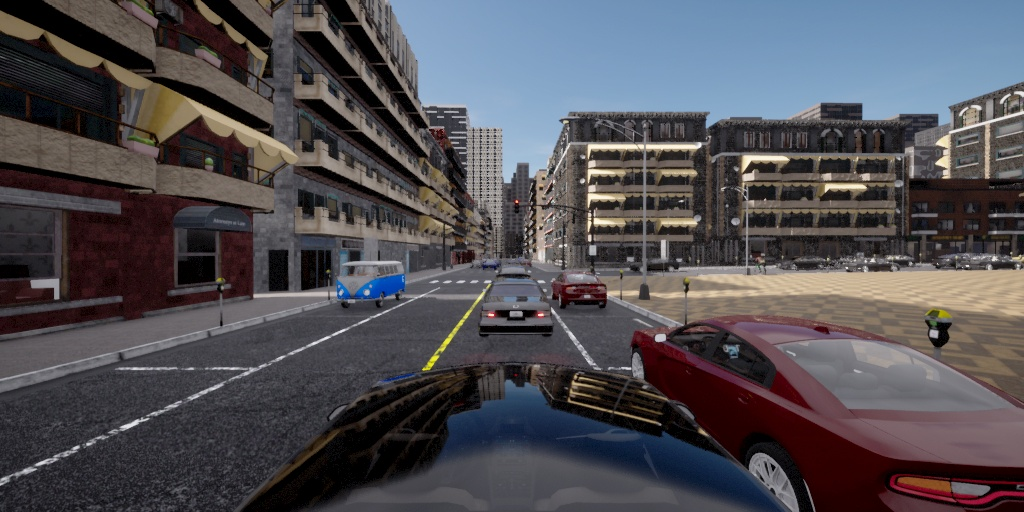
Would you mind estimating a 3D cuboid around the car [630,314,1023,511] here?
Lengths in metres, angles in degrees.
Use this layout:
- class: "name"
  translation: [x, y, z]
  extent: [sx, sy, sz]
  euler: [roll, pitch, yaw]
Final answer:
- class: "car"
  translation: [2.685, 1.295, 3.836]
  extent: [1.888, 1.381, 4.507]
  euler: [0, 0, 0]

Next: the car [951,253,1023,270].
- class: "car"
  translation: [43.548, 0.631, 32.581]
  extent: [4.403, 1.370, 2.007]
  euler: [0, 0, -1]

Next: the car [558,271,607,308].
- class: "car"
  translation: [2.661, 1.295, 14.888]
  extent: [1.888, 1.381, 4.507]
  euler: [0, 0, 0]

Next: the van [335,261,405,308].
- class: "van"
  translation: [-5.720, 1.091, 14.871]
  extent: [1.690, 1.789, 3.998]
  euler: [0, 0, 0]

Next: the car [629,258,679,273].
- class: "car"
  translation: [14.984, 0.959, 37.904]
  extent: [5.008, 1.535, 1.882]
  euler: [-1, 0, -1]

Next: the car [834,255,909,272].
- class: "car"
  translation: [32.412, 0.805, 32.400]
  extent: [4.403, 1.370, 2.007]
  euler: [0, 0, -1]

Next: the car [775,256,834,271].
- class: "car"
  translation: [30.701, 0.738, 38.154]
  extent: [4.892, 1.490, 1.837]
  euler: [-1, 0, -1]

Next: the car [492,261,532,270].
- class: "car"
  translation: [0.061, 1.229, 20.090]
  extent: [1.882, 1.535, 5.008]
  euler: [0, 0, 0]

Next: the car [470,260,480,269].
- class: "car"
  translation: [-5.813, 1.321, 58.346]
  extent: [2.007, 1.370, 4.403]
  euler: [0, 0, 0]

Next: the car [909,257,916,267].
- class: "car"
  translation: [43.412, 0.564, 40.961]
  extent: [4.403, 1.370, 2.007]
  euler: [0, 0, -1]

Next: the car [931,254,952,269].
- class: "car"
  translation: [44.309, 0.538, 35.231]
  extent: [4.902, 1.511, 2.128]
  euler: [-1, 0, 0]

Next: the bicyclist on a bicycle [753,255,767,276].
- class: "bicyclist on a bicycle"
  translation: [20.186, 0.771, 29.247]
  extent: [0.582, 1.620, 1.656]
  euler: [-1, 0, -1]

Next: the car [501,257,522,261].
- class: "car"
  translation: [-0.047, 1.256, 50.189]
  extent: [2.128, 1.511, 4.902]
  euler: [0, 0, -1]

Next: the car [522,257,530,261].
- class: "car"
  translation: [2.555, 1.215, 63.887]
  extent: [1.967, 1.591, 4.097]
  euler: [0, 0, 0]

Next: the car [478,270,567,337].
- class: "car"
  translation: [0.083, 1.297, 10.261]
  extent: [2.033, 1.411, 5.357]
  euler: [0, 0, 0]

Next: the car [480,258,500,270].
- class: "car"
  translation: [-3.201, 1.243, 52.616]
  extent: [1.882, 1.535, 5.008]
  euler: [0, 0, 0]
